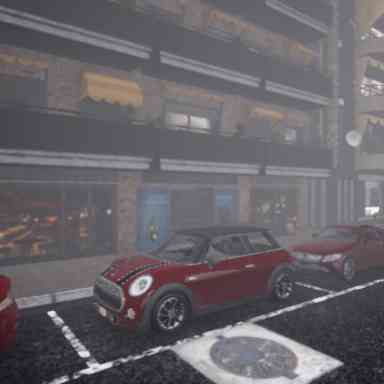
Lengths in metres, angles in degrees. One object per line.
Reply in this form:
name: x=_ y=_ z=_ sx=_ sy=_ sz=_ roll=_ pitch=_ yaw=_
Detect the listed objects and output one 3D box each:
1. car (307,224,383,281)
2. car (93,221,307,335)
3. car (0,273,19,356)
car: x=4.649 y=1.621 z=9.885 sx=4.206 sy=1.307 sz=1.802 roll=0 pitch=0 yaw=-36
car: x=0.150 y=1.456 z=6.675 sx=4.097 sy=1.590 sz=1.967 roll=0 pitch=0 yaw=-36
car: x=-4.349 y=1.538 z=3.463 sx=4.507 sy=1.381 sz=1.887 roll=0 pitch=0 yaw=-36
